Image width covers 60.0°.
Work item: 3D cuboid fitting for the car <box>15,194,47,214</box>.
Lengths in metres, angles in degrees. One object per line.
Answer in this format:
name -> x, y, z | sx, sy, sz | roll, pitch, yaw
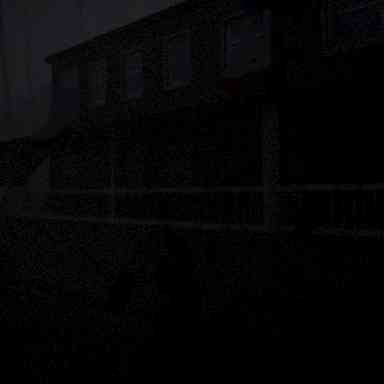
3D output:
car -> -13.672, 1.002, 26.986 | 2.097, 1.767, 4.553 | -1, 15, 34
